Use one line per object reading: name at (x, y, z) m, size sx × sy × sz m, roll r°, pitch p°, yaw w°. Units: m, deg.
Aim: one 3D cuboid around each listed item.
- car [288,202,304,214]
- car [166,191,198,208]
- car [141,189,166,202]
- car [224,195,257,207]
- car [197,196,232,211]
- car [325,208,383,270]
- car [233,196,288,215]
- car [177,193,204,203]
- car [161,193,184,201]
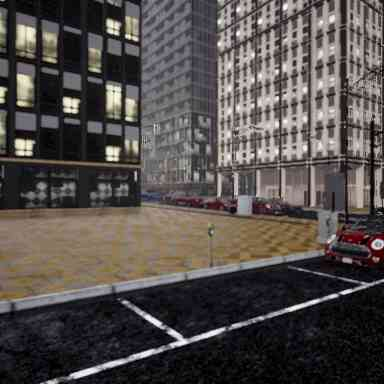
car at (7.905, 1.318, 31.647) m, size 2.033 × 1.411 × 5.357 m, roll 0°, pitch 1°, yaw -36°
car at (-0.451, 0.866, 38.896) m, size 2.192 × 1.841 × 5.009 m, roll 2°, pitch 0°, yaw -36°
car at (-6.617, 0.513, 52.001) m, size 2.150 × 2.045 × 5.566 m, roll 0°, pitch 1°, yaw -35°
car at (6.316, 1.172, 43.828) m, size 1.802 × 1.307 × 4.206 m, roll 2°, pitch 0°, yaw -36°
car at (2.787, 1.241, 34.365) m, size 1.802 × 1.307 × 4.206 m, roll 2°, pitch 0°, yaw -36°
car at (6.225, 1.511, 11.001) m, size 4.097 × 1.590 × 1.967 m, roll 0°, pitch 0°, yaw -35°
car at (6.038, 1.206, 29.834) m, size 1.967 × 1.590 × 4.097 m, roll 2°, pitch 0°, yaw -36°
car at (-0.277, 0.897, 53.033) m, size 1.752 × 1.417 × 4.829 m, roll 2°, pitch 0°, yaw -36°
car at (-3.427, 0.833, 57.427) m, size 1.947 × 1.339 × 4.313 m, roll 2°, pitch 0°, yaw -36°
